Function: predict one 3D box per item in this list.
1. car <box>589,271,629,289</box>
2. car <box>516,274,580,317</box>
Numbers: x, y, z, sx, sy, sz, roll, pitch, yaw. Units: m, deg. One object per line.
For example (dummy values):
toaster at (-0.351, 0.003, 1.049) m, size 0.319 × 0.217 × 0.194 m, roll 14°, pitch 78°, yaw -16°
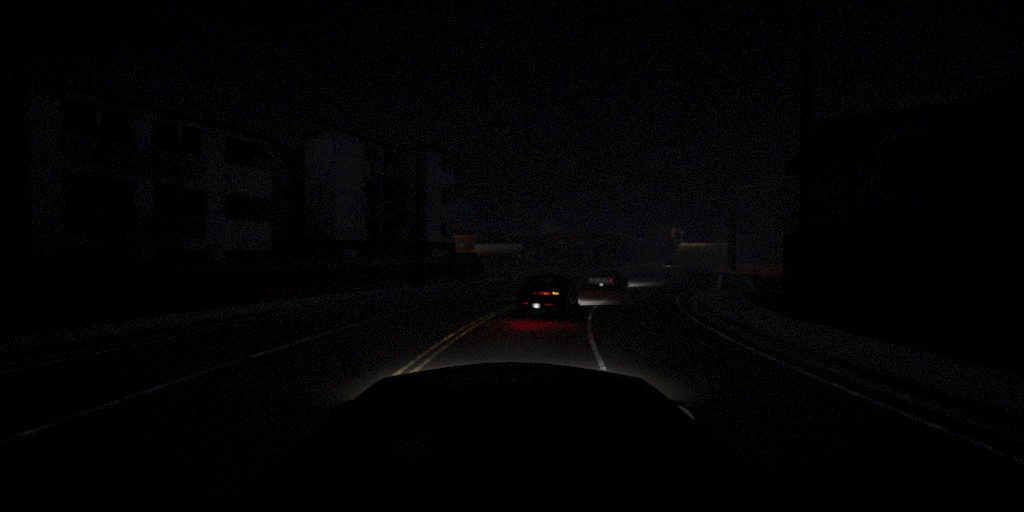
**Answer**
car at (7.496, 1.779, 27.339) m, size 1.895 × 1.301 × 4.718 m, roll 0°, pitch 0°, yaw 31°
car at (1.552, 1.466, 14.534) m, size 1.837 × 1.490 × 4.892 m, roll 0°, pitch 0°, yaw 17°
